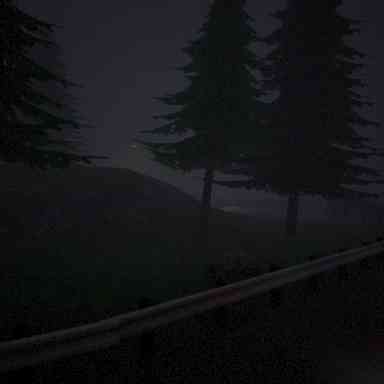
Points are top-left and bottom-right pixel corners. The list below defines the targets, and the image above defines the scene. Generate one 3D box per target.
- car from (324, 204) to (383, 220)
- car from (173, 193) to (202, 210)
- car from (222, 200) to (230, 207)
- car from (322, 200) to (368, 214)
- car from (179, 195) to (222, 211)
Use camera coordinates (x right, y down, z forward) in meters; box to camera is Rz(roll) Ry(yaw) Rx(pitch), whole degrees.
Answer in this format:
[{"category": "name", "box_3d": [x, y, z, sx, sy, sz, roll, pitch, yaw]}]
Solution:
[{"category": "car", "box_3d": [14.437, 1.224, 28.738, 5.566, 2.045, 2.150, 1, 0, 37]}, {"category": "car", "box_3d": [0.447, 1.175, 47.424, 5.566, 2.045, 2.150, 0, 0, 36]}, {"category": "car", "box_3d": [3.556, 1.523, 49.492, 4.181, 1.385, 1.994, 0, 0, 36]}, {"category": "car", "box_3d": [16.459, 1.567, 35.908, 4.181, 1.385, 1.994, 0, 0, 36]}, {"category": "car", "box_3d": [1.005, 1.495, 42.701, 4.674, 1.442, 1.812, 1, 0, 36]}]
